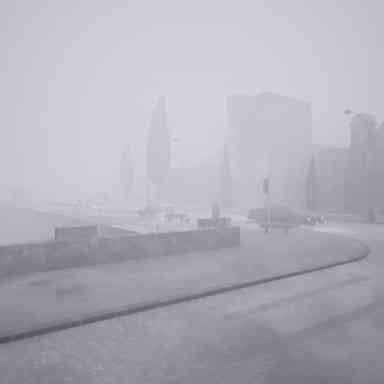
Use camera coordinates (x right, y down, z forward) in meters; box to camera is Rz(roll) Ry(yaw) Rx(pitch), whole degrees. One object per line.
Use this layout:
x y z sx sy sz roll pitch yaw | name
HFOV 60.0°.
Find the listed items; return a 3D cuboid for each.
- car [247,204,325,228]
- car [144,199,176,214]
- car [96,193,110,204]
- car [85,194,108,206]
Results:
6.161 1.547 22.650 2.033 1.411 5.357 0 0 -36 | car
-3.623 1.525 36.288 1.812 1.442 4.674 0 0 -35 | car
-17.244 1.221 62.551 2.150 2.045 5.566 0 0 -36 | car
-15.603 1.511 53.196 1.837 1.490 4.892 0 0 -35 | car
